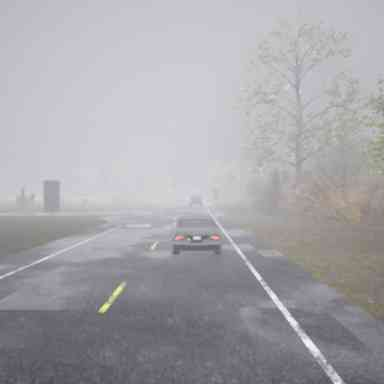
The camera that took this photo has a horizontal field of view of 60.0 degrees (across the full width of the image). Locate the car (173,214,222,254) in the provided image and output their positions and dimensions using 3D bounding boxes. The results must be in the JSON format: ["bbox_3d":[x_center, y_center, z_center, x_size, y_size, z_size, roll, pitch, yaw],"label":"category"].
[{"bbox_3d":[0.195,1.631,13.860,2.033,1.411,5.357,0,0,1],"label":"car"}]

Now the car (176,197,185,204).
[{"bbox_3d":[-2.714,1.935,77.730,2.033,1.411,5.357,0,0,1],"label":"car"}]

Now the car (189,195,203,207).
[{"bbox_3d":[0.672,1.516,58.222,2.150,2.045,5.566,0,-1,1],"label":"car"}]

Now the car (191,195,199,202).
[{"bbox_3d":[0.929,1.772,90.971,2.097,1.767,4.553,0,0,1],"label":"car"}]
